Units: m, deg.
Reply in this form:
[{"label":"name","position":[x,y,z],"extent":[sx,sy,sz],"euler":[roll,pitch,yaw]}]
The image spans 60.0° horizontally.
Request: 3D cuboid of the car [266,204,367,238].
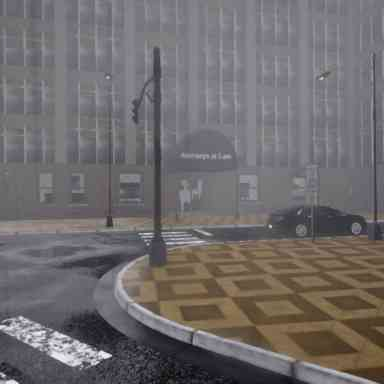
[{"label":"car","position":[5.987,1.321,15.970],"extent":[4.892,1.490,1.837],"euler":[0,0,-14]}]
